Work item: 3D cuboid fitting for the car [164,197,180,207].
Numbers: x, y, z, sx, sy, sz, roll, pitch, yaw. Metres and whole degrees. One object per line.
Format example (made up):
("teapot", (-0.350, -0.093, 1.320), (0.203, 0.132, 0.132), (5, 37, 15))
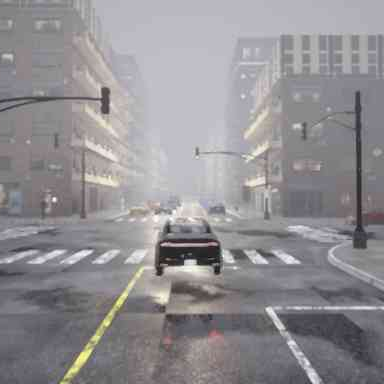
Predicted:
("car", (-3.093, 1.846, 47.491), (1.812, 1.442, 4.674), (0, 0, 0))

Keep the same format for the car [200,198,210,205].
("car", (2.704, 2.060, 70.458), (1.802, 1.307, 4.206), (1, 0, 0))

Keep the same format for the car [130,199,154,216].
("car", (-5.676, 1.771, 36.434), (1.752, 1.417, 4.829), (1, 0, 0))

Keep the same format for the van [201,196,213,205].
("van", (2.708, 1.703, 53.532), (1.690, 1.788, 3.998), (1, 0, 0))

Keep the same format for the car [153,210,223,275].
("car", (-0.223, 1.565, 10.763), (2.128, 1.511, 4.902), (0, 0, -4))

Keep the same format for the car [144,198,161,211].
("car", (-5.674, 1.763, 47.889), (1.967, 1.590, 4.097), (1, 0, 0))

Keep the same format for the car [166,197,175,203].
("car", (-5.672, 2.036, 87.387), (1.967, 1.590, 4.097), (1, 0, 0))

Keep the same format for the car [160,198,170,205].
("car", (-5.675, 2.023, 70.459), (1.887, 1.381, 4.507), (1, 0, 0))

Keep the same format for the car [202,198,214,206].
("car", (2.704, 1.836, 42.246), (2.008, 1.369, 4.403), (1, 0, 0))

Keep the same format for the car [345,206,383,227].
("car", (13.642, 1.766, 24.788), (4.097, 1.590, 1.967), (0, -2, 1))

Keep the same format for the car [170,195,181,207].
("car", (-3.061, 1.615, 58.230), (2.150, 2.045, 5.566), (0, 0, 1))

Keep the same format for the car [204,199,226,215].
("car", (2.703, 1.813, 36.603), (1.947, 1.339, 4.313), (1, 0, 0))

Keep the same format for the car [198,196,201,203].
("car", (2.705, 1.966, 64.986), (1.752, 1.417, 4.829), (1, 0, 0))

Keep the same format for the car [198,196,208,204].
("car", (2.710, 1.872, 81.744), (2.192, 1.841, 5.009), (1, 0, 0))

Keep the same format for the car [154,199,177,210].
("car", (-3.101, 1.801, 37.587), (2.033, 1.411, 5.357), (0, 0, 0))

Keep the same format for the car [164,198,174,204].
("car", (-5.674, 2.107, 81.744), (2.008, 1.369, 4.403), (1, 0, 0))

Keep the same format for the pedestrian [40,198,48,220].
("pedestrian", (-12.539, 1.395, 28.048), (0.375, 1.860, 0.375), (0, -2, 1))
